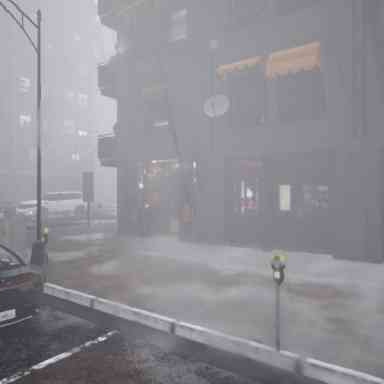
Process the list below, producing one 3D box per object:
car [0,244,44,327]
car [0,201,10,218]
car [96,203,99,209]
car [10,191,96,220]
[{"bbox_3d":[-4.456,1.550,6.073,4.403,1.369,2.008,0,0,36],"label":"car"},{"bbox_3d":[-13.964,1.346,26.110,2.008,1.369,4.403,1,1,35],"label":"car"},{"bbox_3d":[-10.862,1.246,30.526,1.752,1.417,4.829,1,1,35],"label":"car"},{"bbox_3d":[-10.762,0.991,26.182,2.150,2.045,5.566,0,1,35],"label":"car"}]
